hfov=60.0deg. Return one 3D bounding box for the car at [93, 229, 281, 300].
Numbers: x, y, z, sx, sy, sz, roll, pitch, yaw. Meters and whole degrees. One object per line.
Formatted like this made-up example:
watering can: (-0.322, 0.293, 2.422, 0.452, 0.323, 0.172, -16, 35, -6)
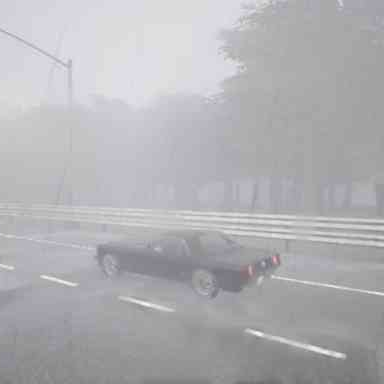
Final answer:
car: (-0.345, 1.603, 8.414, 4.718, 1.301, 1.895, 0, 0, 36)
